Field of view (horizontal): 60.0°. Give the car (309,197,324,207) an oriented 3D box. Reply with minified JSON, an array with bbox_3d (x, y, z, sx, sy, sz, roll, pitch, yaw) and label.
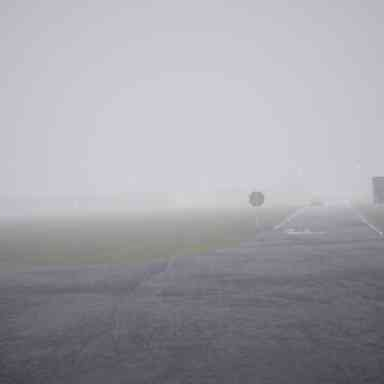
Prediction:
[{"bbox_3d":[18.140,1.367,48.155,2.033,1.411,5.357,-2,-1,24],"label":"car"}]
